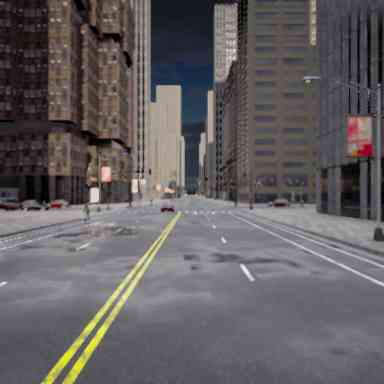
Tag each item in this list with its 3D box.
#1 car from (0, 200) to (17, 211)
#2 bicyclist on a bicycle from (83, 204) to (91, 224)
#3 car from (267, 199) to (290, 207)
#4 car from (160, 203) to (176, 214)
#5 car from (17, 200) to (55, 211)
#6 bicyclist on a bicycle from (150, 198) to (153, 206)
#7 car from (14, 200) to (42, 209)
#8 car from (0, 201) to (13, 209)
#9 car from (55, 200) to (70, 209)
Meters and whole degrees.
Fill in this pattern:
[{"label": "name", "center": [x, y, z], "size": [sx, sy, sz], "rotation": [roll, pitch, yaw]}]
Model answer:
[{"label": "car", "center": [-30.152, 2.130, 52.732], "size": [5.009, 1.841, 2.192], "rotation": [0, 0, 0]}, {"label": "bicyclist on a bicycle", "center": [-8.749, 1.812, 27.683], "size": [0.582, 1.620, 1.656], "rotation": [0, -1, 0]}, {"label": "car", "center": [16.684, 2.152, 64.388], "size": [4.097, 1.590, 1.967], "rotation": [0, 0, 0]}, {"label": "car", "center": [-3.246, 2.172, 44.835], "size": [1.895, 1.301, 4.718], "rotation": [0, -1, 0]}, {"label": "car", "center": [-24.725, 2.362, 52.736], "size": [4.313, 1.339, 1.947], "rotation": [0, 0, 0]}, {"label": "bicyclist on a bicycle", "center": [-8.745, 2.254, 71.414], "size": [0.659, 1.776, 1.843], "rotation": [0, -1, 0]}, {"label": "car", "center": [-30.153, 2.237, 61.258], "size": [4.097, 1.590, 1.967], "rotation": [0, 0, 0]}, {"label": "car", "center": [-35.577, 2.398, 61.255], "size": [4.206, 1.307, 1.802], "rotation": [0, 0, 0]}, {"label": "car", "center": [-24.728, 2.218, 61.261], "size": [4.097, 1.590, 1.967], "rotation": [0, 0, 0]}]
